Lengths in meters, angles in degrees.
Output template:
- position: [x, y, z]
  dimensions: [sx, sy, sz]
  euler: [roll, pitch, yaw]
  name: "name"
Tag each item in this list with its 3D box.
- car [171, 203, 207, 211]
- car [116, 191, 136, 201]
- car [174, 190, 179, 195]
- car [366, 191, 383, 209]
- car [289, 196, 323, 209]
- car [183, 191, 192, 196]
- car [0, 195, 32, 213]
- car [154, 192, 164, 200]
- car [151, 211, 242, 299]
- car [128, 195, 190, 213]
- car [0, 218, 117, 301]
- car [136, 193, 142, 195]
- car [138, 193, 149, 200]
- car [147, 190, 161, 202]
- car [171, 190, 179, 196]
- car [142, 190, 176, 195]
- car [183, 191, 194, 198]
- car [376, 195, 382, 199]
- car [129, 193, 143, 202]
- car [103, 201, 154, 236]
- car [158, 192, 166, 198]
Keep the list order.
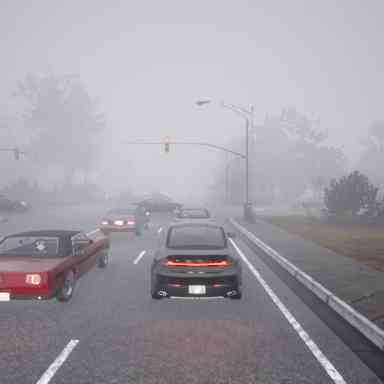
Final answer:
- position: [0.084, 1.496, 17.656]
  dimensions: [1.895, 1.301, 4.718]
  euler: [0, 0, 0]
  name: "car"
- position: [-10.679, 0.818, 53.826]
  dimensions: [2.150, 2.045, 5.566]
  euler: [0, 0, 0]
  name: "car"
- position: [-4.124, 0.760, 84.726]
  dimensions: [2.128, 1.511, 4.902]
  euler: [0, 1, -4]
  name: "car"
- position: [23.759, 0.941, 38.969]
  dimensions: [5.566, 2.045, 2.150]
  euler: [0, 0, -3]
  name: "car"
- position: [13.675, 1.216, 38.383]
  dimensions: [4.902, 1.511, 2.128]
  euler: [0, 0, -3]
  name: "car"
- position: [-1.402, 0.460, 95.140]
  dimensions: [2.033, 1.411, 5.357]
  euler: [0, 1, -7]
  name: "car"
- position: [-18.414, 1.120, 33.009]
  dimensions: [4.553, 1.767, 2.097]
  euler: [0, 0, -6]
  name: "car"
- position: [-7.220, 0.872, 73.671]
  dimensions: [1.882, 1.535, 5.008]
  euler: [0, 1, -1]
  name: "car"
- position: [0.090, 1.473, 8.343]
  dimensions: [1.837, 1.490, 4.892]
  euler: [0, 0, 0]
  name: "car"
- position: [-2.950, 1.269, 30.204]
  dimensions: [5.008, 1.535, 1.882]
  euler: [0, 0, -3]
  name: "car"
- position: [-3.411, 1.570, 8.164]
  dimensions: [1.895, 1.301, 4.718]
  euler: [0, 0, 0]
  name: "car"
- position: [-7.180, 1.149, 53.306]
  dimensions: [2.033, 1.411, 5.357]
  euler: [0, 0, 0]
  name: "car"
- position: [-10.724, 0.987, 73.799]
  dimensions: [1.895, 1.301, 4.718]
  euler: [0, 1, -1]
  name: "car"
- position: [-7.151, 0.730, 63.481]
  dimensions: [2.150, 2.045, 5.566]
  euler: [0, 1, -1]
  name: "car"
- position: [-4.882, 0.279, 94.774]
  dimensions: [2.097, 1.767, 4.553]
  euler: [0, 1, -7]
  name: "car"
- position: [-4.281, 1.028, 44.180]
  dimensions: [2.097, 1.767, 4.553]
  euler: [0, 0, 18]
  name: "car"
- position: [-0.651, 0.779, 85.262]
  dimensions: [1.994, 1.385, 4.181]
  euler: [0, 1, -4]
  name: "car"
- position: [21.216, 1.103, 35.114]
  dimensions: [4.553, 1.767, 2.097]
  euler: [0, 0, -3]
  name: "car"
- position: [-10.661, 0.984, 63.713]
  dimensions: [1.882, 1.535, 5.008]
  euler: [0, 1, 0]
  name: "car"
- position: [-3.442, 1.442, 17.753]
  dimensions: [2.033, 1.411, 5.357]
  euler: [0, 0, -1]
  name: "car"
- position: [-7.583, 0.776, 83.940]
  dimensions: [1.812, 1.442, 4.674]
  euler: [0, 1, -3]
  name: "car"
